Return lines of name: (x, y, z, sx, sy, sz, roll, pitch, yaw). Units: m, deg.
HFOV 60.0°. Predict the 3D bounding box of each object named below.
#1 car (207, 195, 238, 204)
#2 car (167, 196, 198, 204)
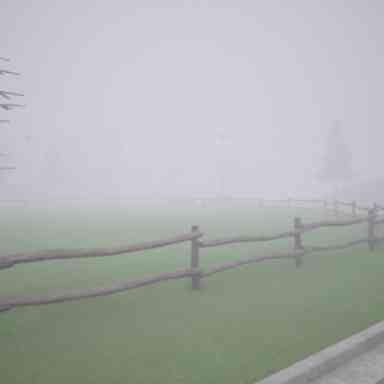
car: (4.712, 1.147, 52.166, 5.008, 1.535, 1.882, 0, 0, 30)
car: (-1.510, 1.324, 51.533, 4.718, 1.301, 1.895, 0, 0, 18)
